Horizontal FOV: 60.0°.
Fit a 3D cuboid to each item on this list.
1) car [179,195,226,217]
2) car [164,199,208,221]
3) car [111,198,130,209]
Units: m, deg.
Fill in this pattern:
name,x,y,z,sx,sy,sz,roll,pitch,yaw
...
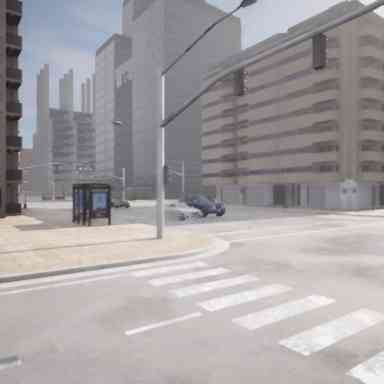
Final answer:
name,x,y,z,sx,sy,sz,roll,pitch,yaw
car,0.740,1.282,31.400,2.150,2.045,5.566,0,0,-36
car,-1.016,1.586,27.918,1.812,1.442,4.674,0,0,-37
car,-10.616,1.622,46.936,2.033,1.411,5.357,0,0,-36
